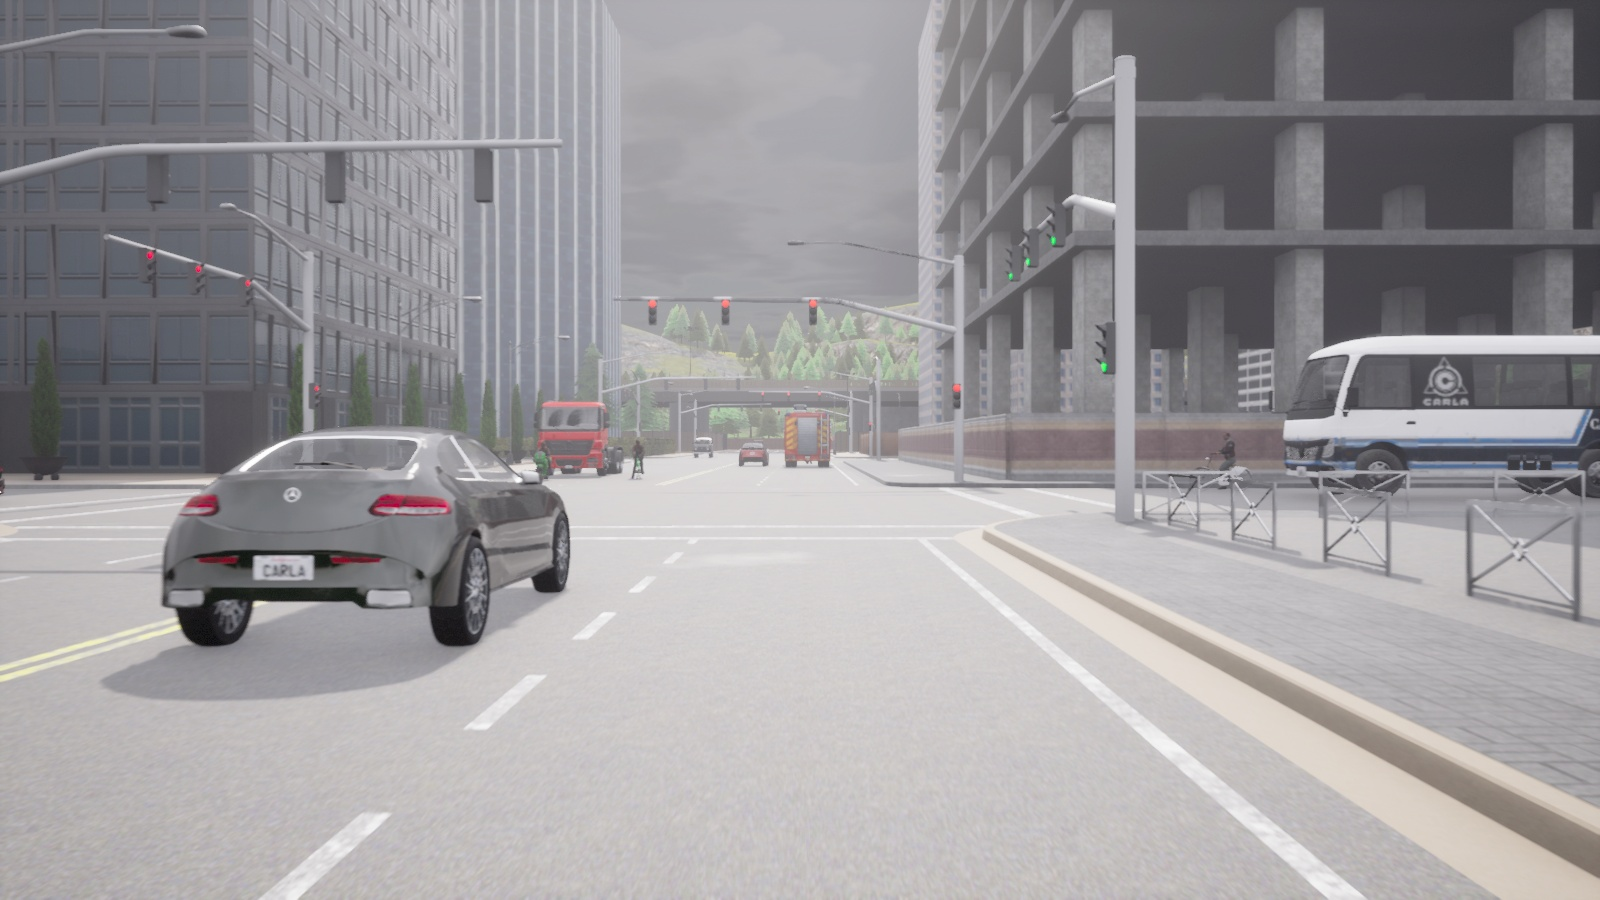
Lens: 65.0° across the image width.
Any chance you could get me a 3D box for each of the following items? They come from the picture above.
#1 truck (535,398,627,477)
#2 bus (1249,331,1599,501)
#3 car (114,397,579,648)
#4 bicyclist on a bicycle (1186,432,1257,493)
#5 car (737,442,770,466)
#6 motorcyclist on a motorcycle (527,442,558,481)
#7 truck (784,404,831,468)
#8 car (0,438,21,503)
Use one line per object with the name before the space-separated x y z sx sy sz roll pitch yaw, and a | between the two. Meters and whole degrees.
truck | -10.152 -0.578 59.067 2.891 3.462 7.936 0 0 0
bus | 17.744 -0.859 33.295 10.273 4.253 3.944 0 0 0
car | -3.423 0.462 10.773 2.152 1.651 5.027 0 0 0
bicyclist on a bicycle | 12.337 0.364 36.814 1.843 1.776 0.659 0 0 0
car | -3.018 0.229 82.046 2.007 1.525 4.514 0 0 0
motorcyclist on a motorcycle | -10.202 0.440 49.795 0.797 1.523 2.044 0 0 0
truck | 0.473 -0.871 80.326 2.891 3.827 8.468 0 0 0
car | -21.434 0.485 29.572 5.008 1.535 1.882 0 0 0
